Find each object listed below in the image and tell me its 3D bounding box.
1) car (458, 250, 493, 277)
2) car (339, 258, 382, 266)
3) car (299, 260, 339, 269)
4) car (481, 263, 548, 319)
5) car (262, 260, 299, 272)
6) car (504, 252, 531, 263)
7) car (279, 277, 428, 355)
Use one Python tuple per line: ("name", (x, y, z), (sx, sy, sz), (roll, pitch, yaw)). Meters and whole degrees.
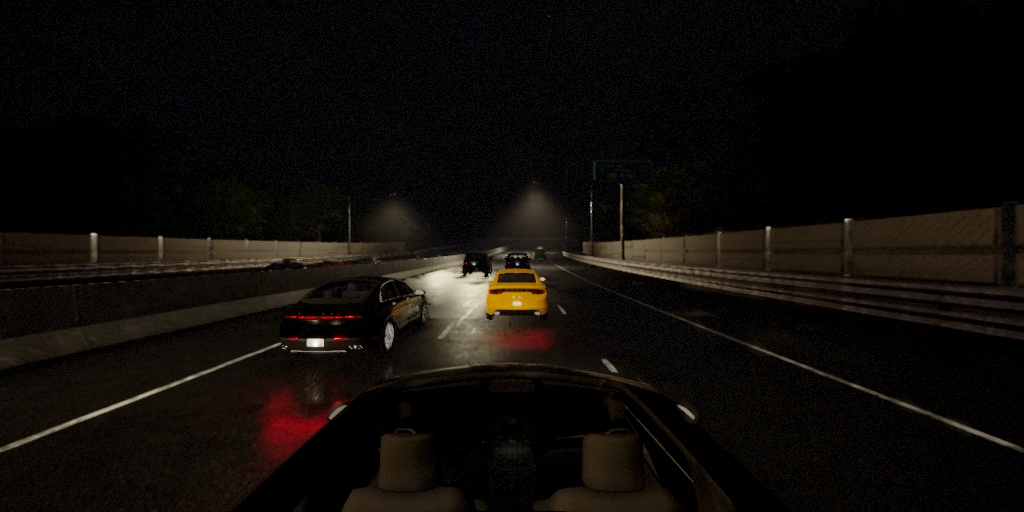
("car", (-2.993, 0.699, 31.646), (2.150, 2.045, 5.566), (0, 1, 1))
("car", (-13.639, 0.936, 33.408), (2.128, 1.511, 4.902), (0, 1, 2))
("car", (-17.152, 1.045, 33.258), (1.895, 1.301, 4.718), (0, 1, 2))
("car", (0.169, 1.186, 12.669), (1.882, 1.535, 5.008), (0, 0, 1))
("car", (-20.654, 1.015, 32.829), (1.994, 1.385, 4.181), (0, 1, 2))
("car", (0.510, 0.699, 31.723), (2.150, 2.045, 5.566), (0, 1, 1))
("car", (-3.365, 1.235, 8.584), (1.837, 1.490, 4.892), (0, 0, 0))
